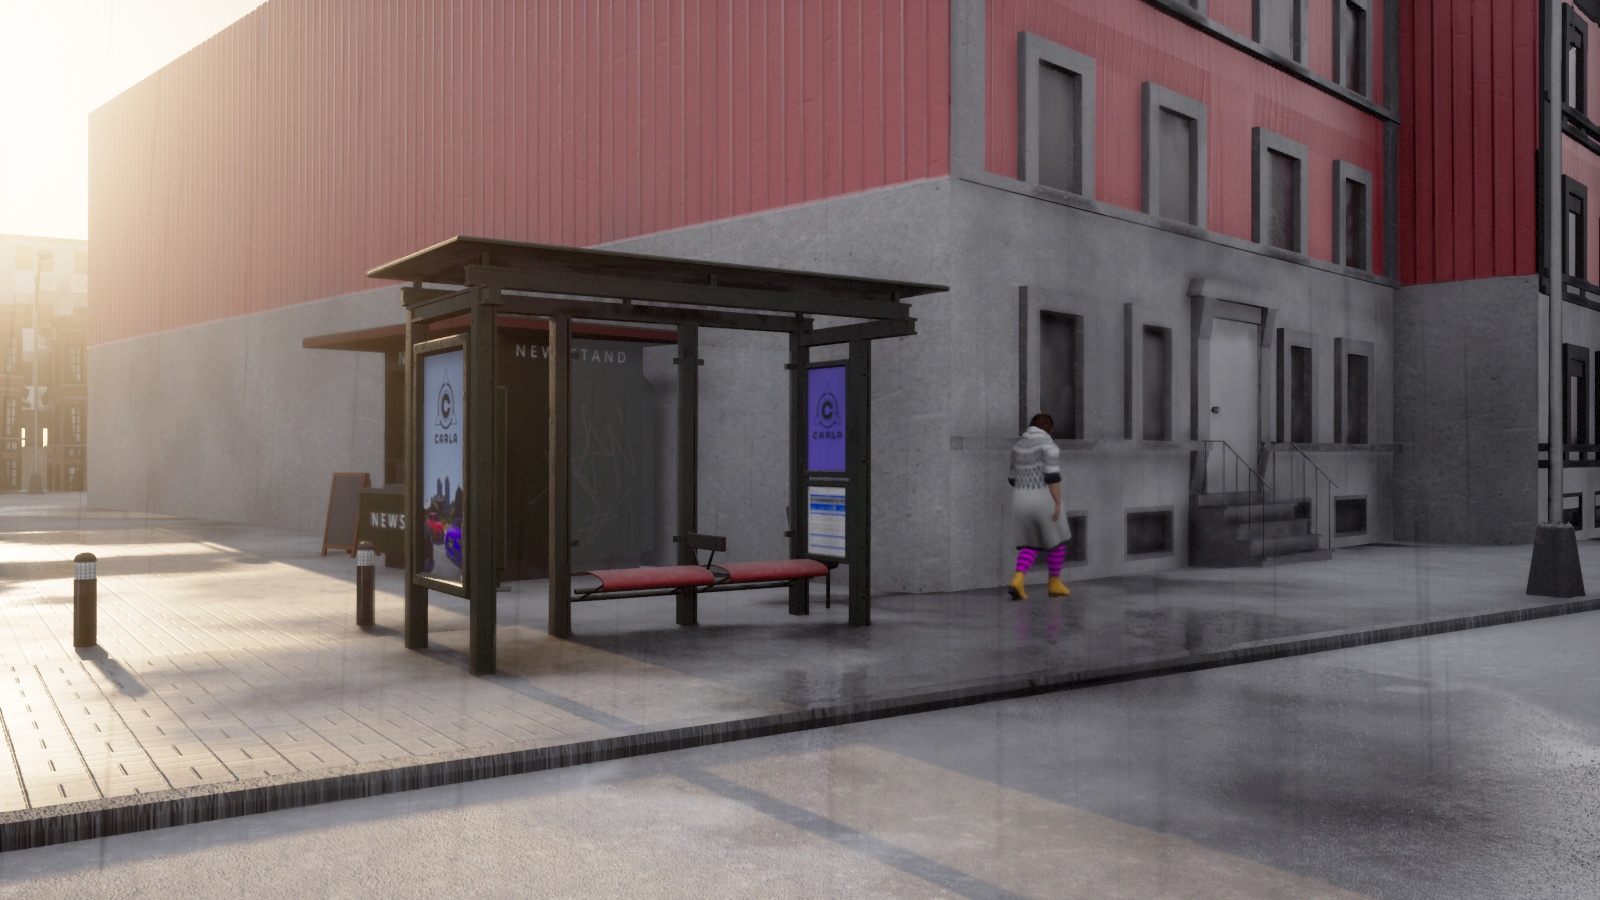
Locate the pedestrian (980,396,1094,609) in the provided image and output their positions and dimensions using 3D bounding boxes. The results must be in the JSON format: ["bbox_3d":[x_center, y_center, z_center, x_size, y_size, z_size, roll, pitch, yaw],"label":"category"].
[{"bbox_3d":[2.270,0.479,12.024,0.873,1.952,0.659,0,0,-40],"label":"pedestrian"}]
